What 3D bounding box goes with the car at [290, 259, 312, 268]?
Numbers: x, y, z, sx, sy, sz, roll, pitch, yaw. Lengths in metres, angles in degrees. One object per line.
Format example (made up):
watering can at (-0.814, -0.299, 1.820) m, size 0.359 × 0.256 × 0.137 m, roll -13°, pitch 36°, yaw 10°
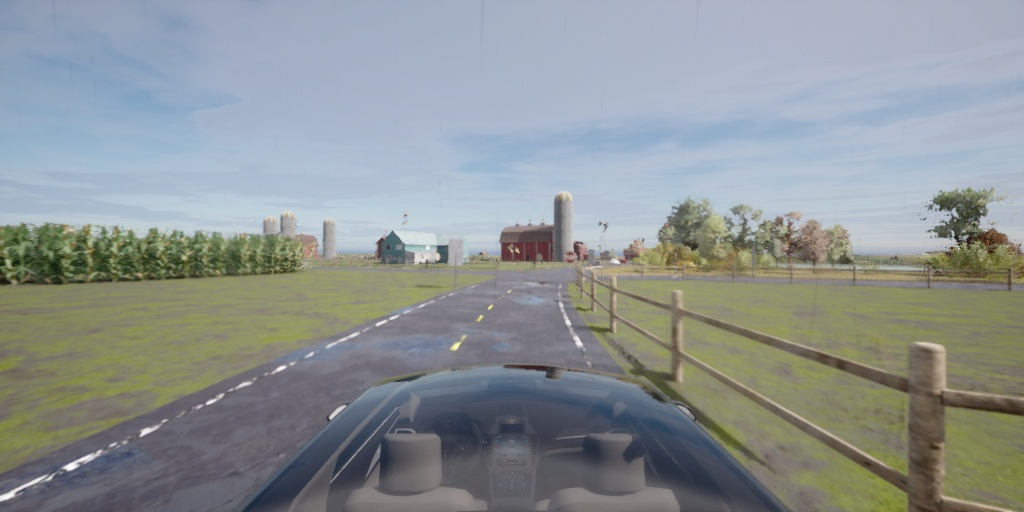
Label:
car at (-32.771, 1.153, 54.789) m, size 4.674 × 1.442 × 1.812 m, roll 0°, pitch 0°, yaw 26°
